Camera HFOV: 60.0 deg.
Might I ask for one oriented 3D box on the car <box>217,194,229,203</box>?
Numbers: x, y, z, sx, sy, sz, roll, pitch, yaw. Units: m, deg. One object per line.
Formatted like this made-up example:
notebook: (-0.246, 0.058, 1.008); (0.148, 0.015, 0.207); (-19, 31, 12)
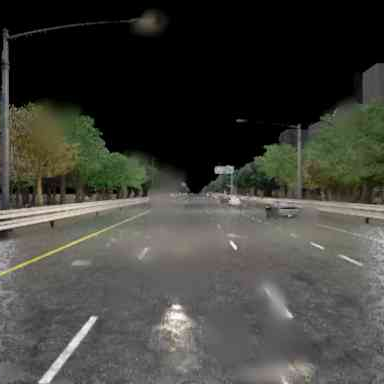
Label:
car: (7.304, 1.477, 72.866); (2.097, 1.767, 4.553); (0, 0, 0)

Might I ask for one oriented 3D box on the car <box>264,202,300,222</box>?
car: (7.044, 1.522, 26.392); (2.128, 1.511, 4.902); (0, 0, 0)

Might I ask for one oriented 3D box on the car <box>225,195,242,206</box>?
car: (7.185, 1.622, 56.393); (1.812, 1.442, 4.674); (0, 0, 0)
